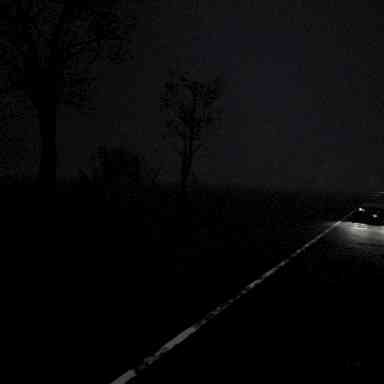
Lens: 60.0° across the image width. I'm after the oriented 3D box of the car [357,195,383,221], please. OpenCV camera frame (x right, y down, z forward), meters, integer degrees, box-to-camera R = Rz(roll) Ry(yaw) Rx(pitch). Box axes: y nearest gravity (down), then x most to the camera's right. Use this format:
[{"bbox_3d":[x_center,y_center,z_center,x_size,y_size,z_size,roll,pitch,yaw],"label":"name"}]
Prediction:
[{"bbox_3d":[11.005,0.938,19.774,1.812,1.442,4.674,4,3,31],"label":"car"}]
